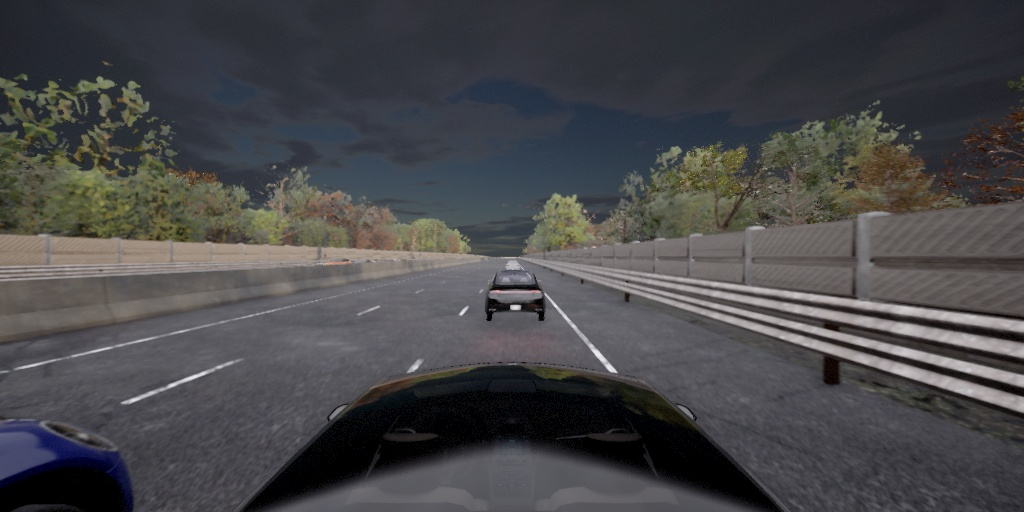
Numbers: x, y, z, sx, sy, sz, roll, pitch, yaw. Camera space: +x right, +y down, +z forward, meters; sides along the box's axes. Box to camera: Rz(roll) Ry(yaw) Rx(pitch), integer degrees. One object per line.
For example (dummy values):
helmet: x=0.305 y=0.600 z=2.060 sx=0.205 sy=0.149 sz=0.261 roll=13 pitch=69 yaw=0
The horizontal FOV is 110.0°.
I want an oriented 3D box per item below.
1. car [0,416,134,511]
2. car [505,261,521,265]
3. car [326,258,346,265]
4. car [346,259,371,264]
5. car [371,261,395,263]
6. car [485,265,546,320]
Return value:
car: x=-3.400 y=1.102 z=0.302 sx=2.097 sy=1.767 sz=4.553 roll=0 pitch=0 yaw=0
car: x=0.103 y=1.288 z=44.378 sx=1.812 sy=1.442 sz=4.674 roll=0 pitch=0 yaw=0
car: x=-24.497 y=1.117 z=50.744 sx=2.097 sy=1.767 sz=4.553 roll=0 pitch=0 yaw=0
car: x=-20.999 y=1.247 z=50.492 sx=1.882 sy=1.535 sz=5.008 roll=0 pitch=0 yaw=0
car: x=-17.497 y=1.356 z=50.767 sx=2.033 sy=1.411 sz=5.357 roll=0 pitch=0 yaw=0
car: x=0.102 y=1.245 z=12.570 sx=2.128 sy=1.511 sz=4.902 roll=0 pitch=0 yaw=0
